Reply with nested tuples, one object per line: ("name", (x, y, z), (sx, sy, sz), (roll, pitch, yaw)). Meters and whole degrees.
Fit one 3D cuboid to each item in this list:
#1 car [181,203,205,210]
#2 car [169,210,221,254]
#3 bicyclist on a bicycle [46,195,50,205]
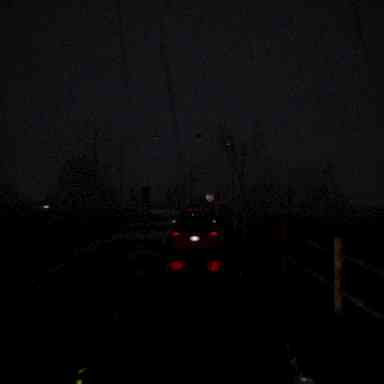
("car", (0.099, 1.673, 29.142), (2.128, 1.511, 4.902), (0, 0, 0))
("car", (0.098, 1.647, 13.887), (1.994, 1.385, 4.181), (0, 0, 0))
("bicyclist on a bicycle", (-22.597, 1.289, 52.250), (0.582, 1.620, 1.656), (1, 0, 0))
